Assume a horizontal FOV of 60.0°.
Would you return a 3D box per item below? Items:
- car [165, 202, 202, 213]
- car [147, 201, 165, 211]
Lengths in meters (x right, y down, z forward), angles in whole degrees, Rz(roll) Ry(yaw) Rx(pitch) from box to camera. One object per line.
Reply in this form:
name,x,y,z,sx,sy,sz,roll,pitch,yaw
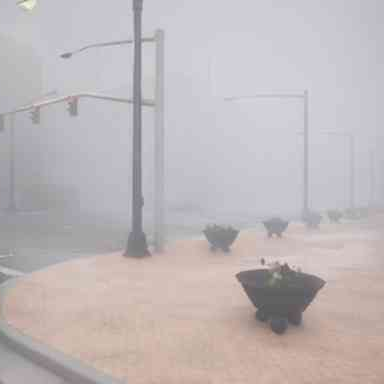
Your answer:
car,-0.813,1.904,41.280,1.895,1.301,4.718,0,-1,35
car,-3.679,1.893,43.289,1.895,1.301,4.718,0,-1,35
